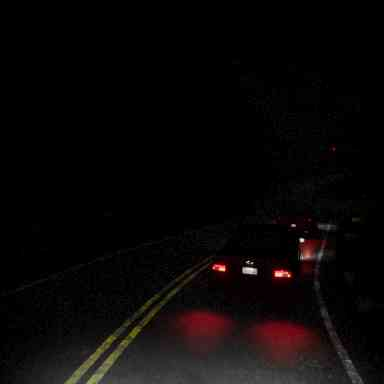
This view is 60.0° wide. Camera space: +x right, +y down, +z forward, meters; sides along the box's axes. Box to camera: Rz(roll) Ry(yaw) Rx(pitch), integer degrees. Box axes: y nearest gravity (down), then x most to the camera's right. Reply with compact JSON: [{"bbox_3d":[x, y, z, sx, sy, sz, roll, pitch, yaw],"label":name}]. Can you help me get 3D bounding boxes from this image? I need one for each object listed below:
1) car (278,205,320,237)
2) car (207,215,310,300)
[{"bbox_3d":[5.965,1.485,18.538,1.882,1.535,5.008,2,1,23],"label":"car"},{"bbox_3d":[1.877,1.548,8.693,2.033,1.411,5.357,2,0,18],"label":"car"}]
